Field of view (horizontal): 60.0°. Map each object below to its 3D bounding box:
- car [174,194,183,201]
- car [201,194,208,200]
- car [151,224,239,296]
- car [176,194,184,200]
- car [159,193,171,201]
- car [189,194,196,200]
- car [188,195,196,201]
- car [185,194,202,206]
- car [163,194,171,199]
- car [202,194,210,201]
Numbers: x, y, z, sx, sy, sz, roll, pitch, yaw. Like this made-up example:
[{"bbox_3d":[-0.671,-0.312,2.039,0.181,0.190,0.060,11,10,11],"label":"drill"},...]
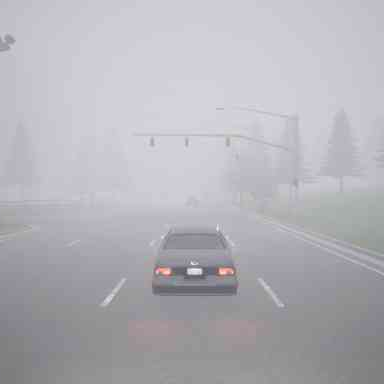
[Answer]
[{"bbox_3d":[-3.460,1.506,83.890,1.812,1.442,4.674,0,0,0],"label":"car"},{"bbox_3d":[3.545,1.298,93.890,1.882,1.535,5.008,0,0,0],"label":"car"},{"bbox_3d":[0.070,1.546,8.790,2.033,1.411,5.357,0,0,0],"label":"car"},{"bbox_3d":[-3.455,1.345,93.893,2.128,1.511,4.902,0,0,0],"label":"car"},{"bbox_3d":[-6.960,1.206,83.505,2.150,2.045,5.566,0,0,0],"label":"car"},{"bbox_3d":[0.045,1.298,93.892,1.882,1.535,5.008,0,0,0],"label":"car"},{"bbox_3d":[0.040,1.521,83.472,2.033,1.411,5.357,0,0,0],"label":"car"},{"bbox_3d":[0.023,1.345,52.829,2.097,1.767,4.553,0,0,0],"label":"car"},{"bbox_3d":[-6.955,1.373,93.895,1.994,1.385,4.181,0,0,0],"label":"car"},{"bbox_3d":[3.540,1.481,83.470,1.837,1.490,4.892,0,0,0],"label":"car"}]
